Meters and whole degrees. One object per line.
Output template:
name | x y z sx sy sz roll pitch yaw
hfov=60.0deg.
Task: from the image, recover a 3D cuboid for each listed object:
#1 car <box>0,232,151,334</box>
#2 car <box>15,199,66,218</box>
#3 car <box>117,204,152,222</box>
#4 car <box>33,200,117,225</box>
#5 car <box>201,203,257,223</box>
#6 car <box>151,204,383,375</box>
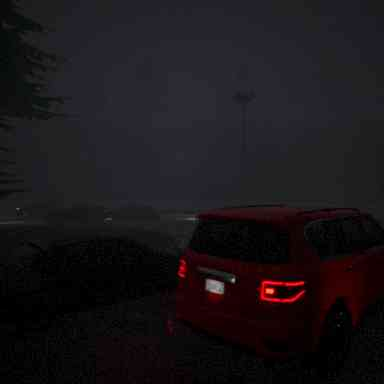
car | -2.004 1.561 6.817 5.357 1.411 2.033 0 0 -39
car | -13.313 1.390 29.893 4.553 1.767 2.097 0 0 -17
car | -4.723 1.638 27.295 4.181 1.385 1.994 0 0 15
car | -8.351 1.535 24.097 4.902 1.511 2.128 0 -1 0
car | 2.967 1.678 27.213 4.181 1.385 1.994 0 0 42
car | 2.182 1.257 5.980 5.566 2.045 2.150 0 0 -45
